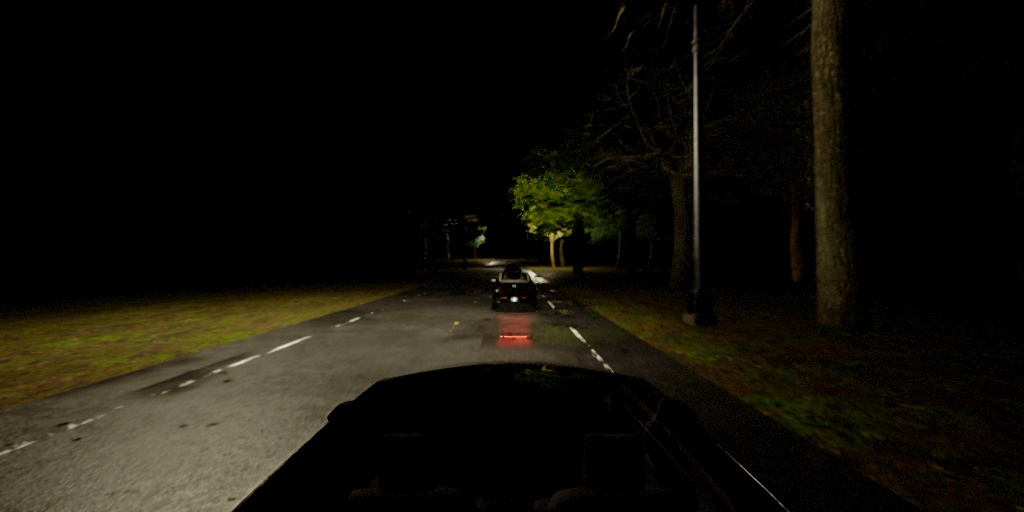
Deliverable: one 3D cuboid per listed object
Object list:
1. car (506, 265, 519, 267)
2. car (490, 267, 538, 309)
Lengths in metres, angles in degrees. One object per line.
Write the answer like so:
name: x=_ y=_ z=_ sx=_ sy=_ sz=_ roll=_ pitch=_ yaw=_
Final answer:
car: x=0.096 y=1.660 z=38.402 sx=1.837 sy=1.490 sz=4.892 roll=0 pitch=-1 yaw=0
car: x=0.094 y=1.435 z=16.151 sx=1.837 sy=1.490 sz=4.892 roll=0 pitch=-1 yaw=0
